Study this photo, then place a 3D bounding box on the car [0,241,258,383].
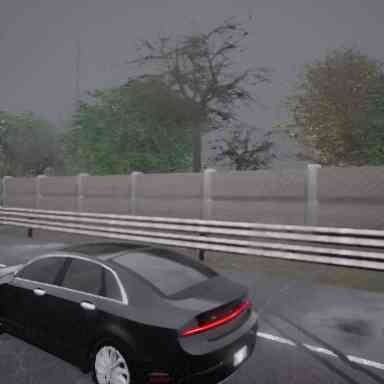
[{"bbox_3d":[-1.447,1.512,5.024,4.892,1.490,1.837,0,0,35],"label":"car"}]
